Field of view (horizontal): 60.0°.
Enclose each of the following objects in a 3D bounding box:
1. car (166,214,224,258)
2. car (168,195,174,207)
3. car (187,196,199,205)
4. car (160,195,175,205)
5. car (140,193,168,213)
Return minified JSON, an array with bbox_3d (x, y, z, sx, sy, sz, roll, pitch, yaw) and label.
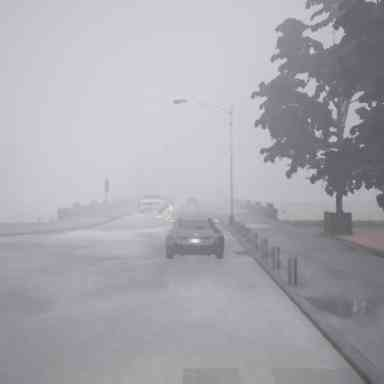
[{"bbox_3d":[0.101,1.525,12.601,1.994,1.385,4.181,0,0,0],"label":"car"},{"bbox_3d":[-4.055,1.409,45.314,2.033,1.411,5.357,0,0,0],"label":"car"},{"bbox_3d":[0.109,1.314,53.797,1.882,1.535,5.008,0,0,0],"label":"car"},{"bbox_3d":[-3.990,1.322,55.556,2.128,1.511,4.902,0,0,0],"label":"car"},{"bbox_3d":[-4.094,1.114,35.062,2.150,2.045,5.566,0,0,0],"label":"car"}]
